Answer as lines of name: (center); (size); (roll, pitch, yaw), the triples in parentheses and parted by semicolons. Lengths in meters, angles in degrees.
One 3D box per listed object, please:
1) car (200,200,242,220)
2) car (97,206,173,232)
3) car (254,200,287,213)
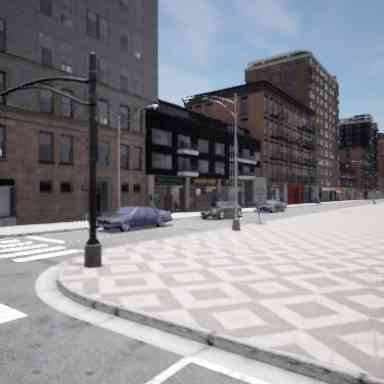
car: (2.590, 1.514, 28.732); (1.837, 1.490, 4.892); (0, 0, 37)
car: (-3.448, 1.551, 20.542); (2.033, 1.411, 5.357); (0, 0, 36)
car: (8.894, 1.565, 37.274); (2.033, 1.411, 5.357); (0, 0, 36)
